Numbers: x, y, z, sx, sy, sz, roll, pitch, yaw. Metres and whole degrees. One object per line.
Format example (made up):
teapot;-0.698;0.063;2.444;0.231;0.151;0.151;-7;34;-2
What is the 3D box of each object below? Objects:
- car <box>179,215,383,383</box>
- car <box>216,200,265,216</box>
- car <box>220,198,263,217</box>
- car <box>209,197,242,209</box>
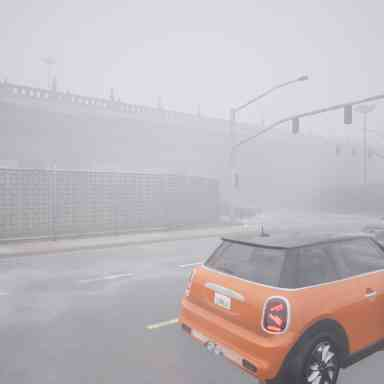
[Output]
car;2.115;1.352;5.295;4.553;1.767;2.097;0;0;-35
car;4.996;1.603;35.174;2.033;1.411;5.357;0;0;-35
car;3.869;1.560;30.729;1.837;1.490;4.892;0;0;-36
car;4.753;1.533;47.903;1.882;1.535;5.008;0;0;-36
